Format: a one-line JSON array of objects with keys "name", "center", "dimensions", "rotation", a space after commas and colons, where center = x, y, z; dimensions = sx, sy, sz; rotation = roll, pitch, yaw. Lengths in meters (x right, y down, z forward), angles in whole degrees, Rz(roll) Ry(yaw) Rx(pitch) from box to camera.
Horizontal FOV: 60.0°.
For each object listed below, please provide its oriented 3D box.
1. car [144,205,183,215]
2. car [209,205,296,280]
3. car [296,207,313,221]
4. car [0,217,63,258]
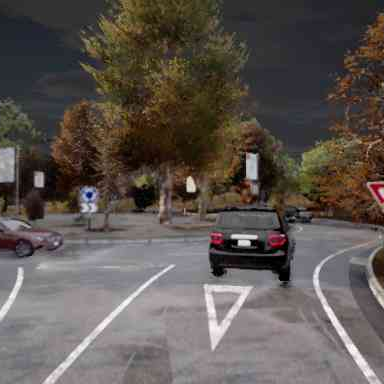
[{"name": "car", "center": [-3.928, 2.508, 46.570], "dimensions": [5.357, 1.411, 2.033], "rotation": [1, -1, 5]}, {"name": "car", "center": [2.144, 1.425, 10.891], "dimensions": [2.150, 2.045, 5.566], "rotation": [-1, -1, 18]}, {"name": "car", "center": [10.730, 2.279, 35.079], "dimensions": [2.128, 1.511, 4.902], "rotation": [1, -1, -16]}, {"name": "car", "center": [-7.657, 1.781, 13.660], "dimensions": [4.674, 1.442, 1.812], "rotation": [0, -1, 12]}]
